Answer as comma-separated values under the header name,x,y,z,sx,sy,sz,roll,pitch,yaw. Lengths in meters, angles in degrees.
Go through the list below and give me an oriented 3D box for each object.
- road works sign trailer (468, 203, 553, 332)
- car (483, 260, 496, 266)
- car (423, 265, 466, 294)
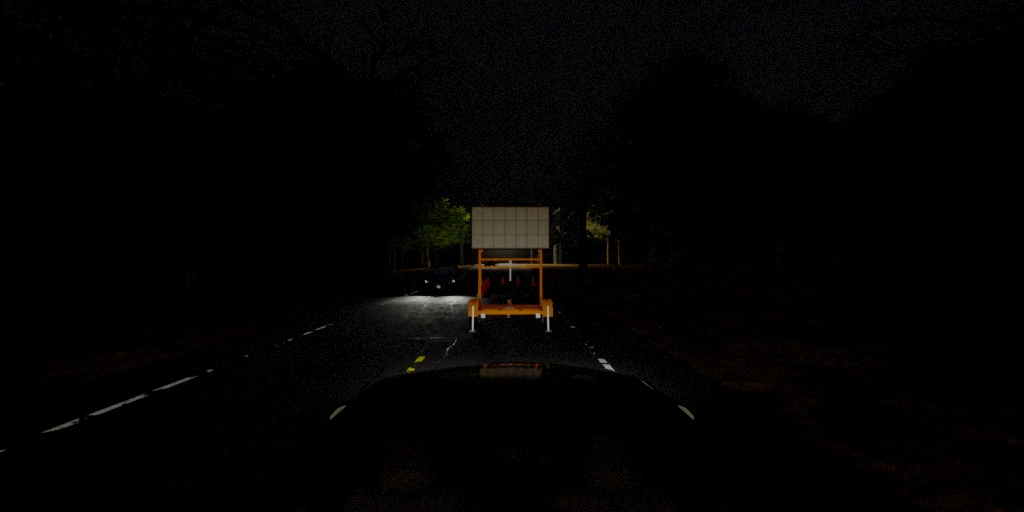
name,x,y,z,sx,sy,sz,roll,pitch,yaw
road works sign trailer,-0.047,0.213,10.855,2.380,3.560,2.880,0,0,0
car,-3.888,1.270,62.551,1.837,1.490,4.892,0,-1,0
car,-3.697,1.263,20.301,1.812,1.442,4.674,0,0,0
